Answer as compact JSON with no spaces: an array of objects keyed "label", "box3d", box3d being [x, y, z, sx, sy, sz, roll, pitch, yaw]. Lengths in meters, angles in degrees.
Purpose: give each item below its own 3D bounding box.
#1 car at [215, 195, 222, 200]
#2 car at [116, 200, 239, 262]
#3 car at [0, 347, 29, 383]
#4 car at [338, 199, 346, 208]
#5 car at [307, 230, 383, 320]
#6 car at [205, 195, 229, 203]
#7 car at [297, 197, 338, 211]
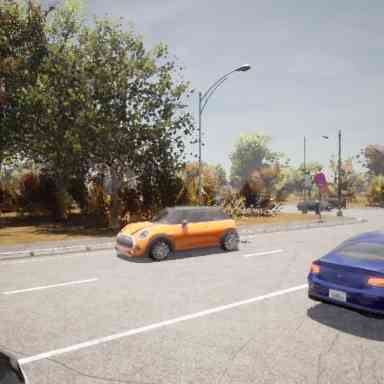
[{"label":"car","box3d":[3.934,1.459,56.262,1.812,1.442,4.674,0,1,-32]},{"label":"car","box3d":[-0.459,1.352,12.273,4.553,1.767,2.097,0,0,-36]},{"label":"car","box3d":[-3.339,1.492,1.362,4.902,1.511,2.128,0,0,-36]},{"label":"car","box3d":[18.775,1.477,46.094,1.882,1.535,5.008,0,0,-31]},{"label":"car","box3d":[4.257,1.526,6.794,4.674,1.442,1.812,0,0,-36]},{"label":"car","box3d":[5.028,1.365,67.922,2.033,1.411,5.357,0,1,-33]},{"label":"car","box3d":[14.574,1.564,39.447,1.994,1.385,4.181,0,0,-32]}]
